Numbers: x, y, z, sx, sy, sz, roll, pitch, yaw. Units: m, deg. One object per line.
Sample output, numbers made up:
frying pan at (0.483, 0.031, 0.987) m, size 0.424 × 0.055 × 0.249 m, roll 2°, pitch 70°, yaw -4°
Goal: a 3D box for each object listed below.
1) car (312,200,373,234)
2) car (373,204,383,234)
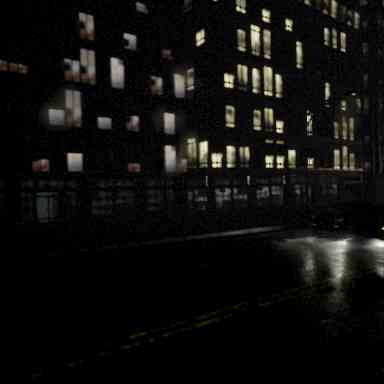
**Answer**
car at (8.399, 1.207, 17.666) m, size 5.008 × 1.535 × 1.882 m, roll -1°, pitch 1°, yaw -35°
car at (10.527, 1.229, 15.191) m, size 4.892 × 1.490 × 1.837 m, roll -1°, pitch 1°, yaw -35°
